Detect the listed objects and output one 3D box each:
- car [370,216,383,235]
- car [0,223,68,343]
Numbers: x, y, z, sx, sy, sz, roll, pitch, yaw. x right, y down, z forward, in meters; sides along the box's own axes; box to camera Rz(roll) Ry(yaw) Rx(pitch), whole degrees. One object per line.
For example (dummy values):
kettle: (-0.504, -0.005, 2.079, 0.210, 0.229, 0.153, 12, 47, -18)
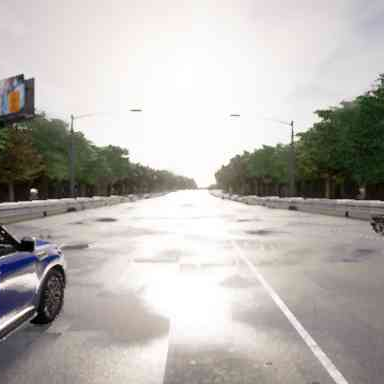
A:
car: (9.918, 1.371, 14.121, 1.895, 1.301, 4.718, 0, 0, -11)
car: (-3.400, 1.199, 3.873, 2.150, 2.045, 5.566, 0, 0, 0)
